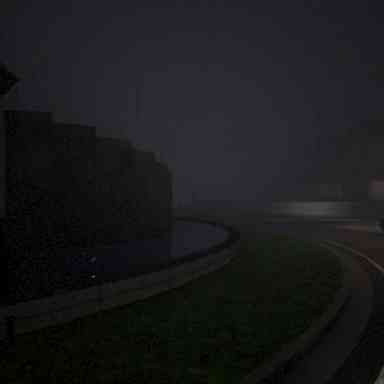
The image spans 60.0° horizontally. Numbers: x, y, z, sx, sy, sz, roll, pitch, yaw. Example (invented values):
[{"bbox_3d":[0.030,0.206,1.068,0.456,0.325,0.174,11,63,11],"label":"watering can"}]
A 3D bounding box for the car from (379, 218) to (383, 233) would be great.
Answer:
[{"bbox_3d":[11.613,1.683,16.839,1.895,1.301,4.718,-1,-1,-1],"label":"car"}]
